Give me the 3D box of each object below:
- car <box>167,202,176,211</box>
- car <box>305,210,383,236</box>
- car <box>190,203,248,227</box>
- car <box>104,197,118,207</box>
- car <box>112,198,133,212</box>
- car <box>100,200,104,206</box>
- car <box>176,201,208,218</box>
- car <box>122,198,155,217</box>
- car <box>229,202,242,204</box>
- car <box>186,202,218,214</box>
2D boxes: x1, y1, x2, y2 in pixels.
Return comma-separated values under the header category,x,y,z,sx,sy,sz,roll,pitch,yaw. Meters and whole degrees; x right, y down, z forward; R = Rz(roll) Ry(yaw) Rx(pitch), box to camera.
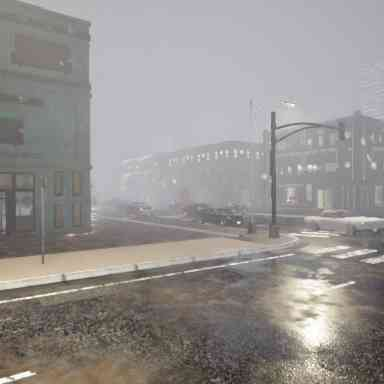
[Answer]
category,x,y,z,sx,sy,sz,roll,pitch,yaw
car,-1.937,1.965,46.071,1.802,1.307,4.206,-1,0,-35
car,8.565,1.673,18.793,1.895,1.301,4.718,-1,-2,-17
car,2.071,1.814,25.260,1.947,1.339,4.313,-1,0,-35
car,-14.501,1.939,64.305,2.192,1.841,5.009,-1,0,-35
car,-8.726,1.973,45.768,2.128,1.511,4.902,-1,0,-34
car,-17.635,2.227,68.864,1.887,1.381,4.507,-1,0,-35
car,0.871,1.768,31.800,1.882,1.535,5.008,-1,0,-35
car,-5.702,1.846,36.757,1.967,1.590,4.097,-1,0,-35
car,4.341,1.809,36.953,2.008,1.369,4.403,-2,0,-35
car,1.202,1.903,41.512,1.802,1.307,4.206,-1,0,-35
